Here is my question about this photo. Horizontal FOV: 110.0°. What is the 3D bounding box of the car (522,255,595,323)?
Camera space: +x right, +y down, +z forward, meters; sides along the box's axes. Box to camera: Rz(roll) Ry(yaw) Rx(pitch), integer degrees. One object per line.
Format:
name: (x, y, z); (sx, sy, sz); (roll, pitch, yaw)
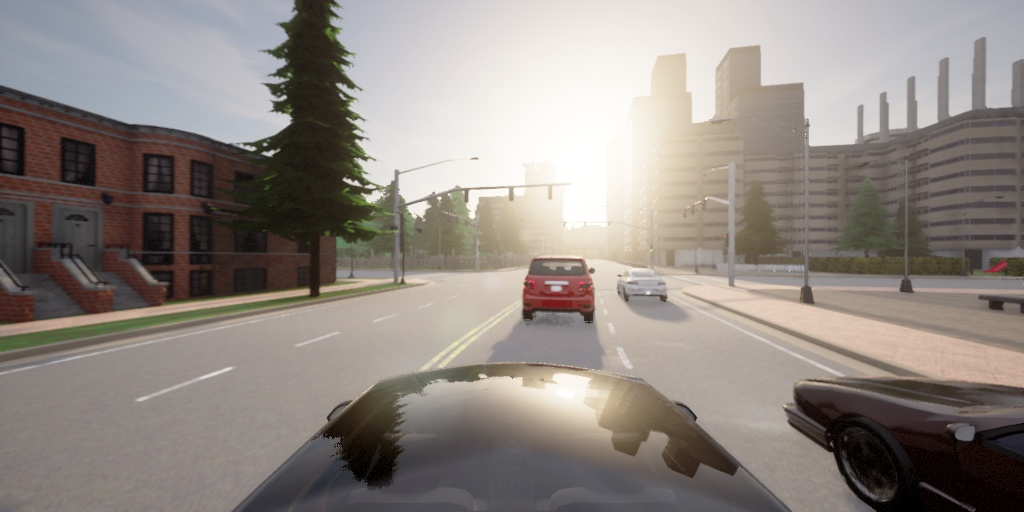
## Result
car: (1.704, 0.990, 12.564); (2.150, 2.045, 5.566); (0, 0, 10)

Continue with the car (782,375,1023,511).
car: (3.732, 1.314, 1.218); (2.033, 1.411, 5.357); (0, 0, 0)

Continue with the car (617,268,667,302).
car: (6.220, 1.321, 17.463); (1.812, 1.442, 4.674); (0, 0, 11)
